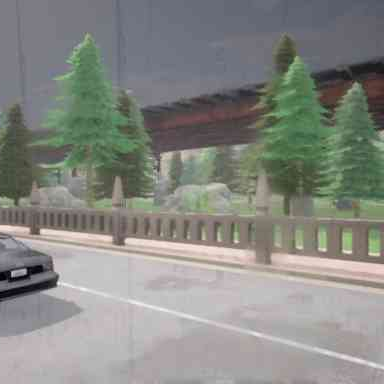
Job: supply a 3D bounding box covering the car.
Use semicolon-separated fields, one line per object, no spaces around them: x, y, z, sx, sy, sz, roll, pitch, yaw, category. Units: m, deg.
-5.345;1.608;7.807;5.357;1.411;2.033;0;0;35;car
